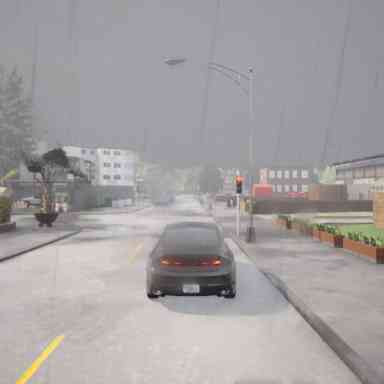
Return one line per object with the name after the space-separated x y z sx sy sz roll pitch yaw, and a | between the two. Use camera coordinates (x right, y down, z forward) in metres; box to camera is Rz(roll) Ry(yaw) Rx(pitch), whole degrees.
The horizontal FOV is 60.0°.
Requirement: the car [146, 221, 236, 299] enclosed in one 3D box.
-0.016 1.505 8.456 1.837 1.490 4.892 0 0 0 | car

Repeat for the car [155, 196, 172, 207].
-4.571 1.477 50.620 1.882 1.535 5.008 0 0 0 | car

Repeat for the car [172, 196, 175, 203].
-4.636 1.477 60.031 1.882 1.535 5.008 0 0 0 | car

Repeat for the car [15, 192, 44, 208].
-20.154 0.985 42.119 1.905 1.878 3.866 0 0 34 | car

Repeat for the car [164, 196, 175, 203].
-4.664 1.524 70.463 2.128 1.511 4.902 0 0 -1 | car
